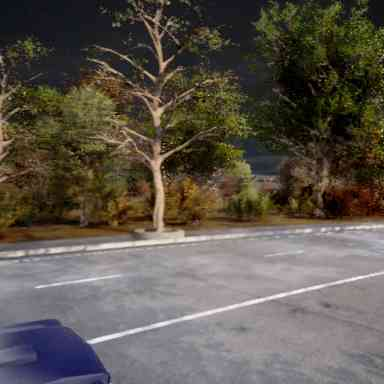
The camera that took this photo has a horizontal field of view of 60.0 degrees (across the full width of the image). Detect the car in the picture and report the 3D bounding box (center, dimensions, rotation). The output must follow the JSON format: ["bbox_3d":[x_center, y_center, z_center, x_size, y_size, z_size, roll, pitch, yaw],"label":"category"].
[{"bbox_3d":[-2.739,1.587,1.737,4.718,1.301,1.895,0,0,-36],"label":"car"}]
